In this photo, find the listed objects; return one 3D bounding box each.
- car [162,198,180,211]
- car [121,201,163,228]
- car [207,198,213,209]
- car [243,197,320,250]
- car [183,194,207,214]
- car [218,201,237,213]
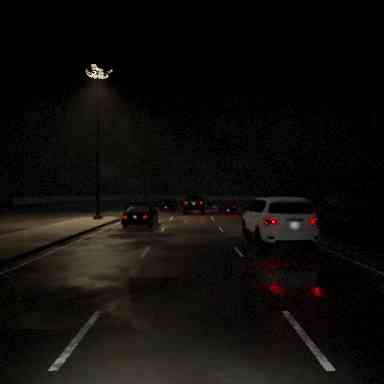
[{"bbox_3d":[-2.716,1.504,40.700,1.837,1.490,4.892,0,0,7],"label":"car"},{"bbox_3d":[-3.401,1.547,22.328,2.033,1.411,5.357,0,0,0],"label":"car"},{"bbox_3d":[1.615,1.492,44.550,2.128,1.511,4.902,0,0,12],"label":"car"},{"bbox_3d":[3.599,1.221,14.366,2.150,2.045,5.566,0,0,0],"label":"car"},{"bbox_3d":[0.275,1.221,34.772,2.150,2.045,5.566,0,0,2],"label":"car"},{"bbox_3d":[3.841,1.601,36.660,1.895,1.301,4.718,0,0,3],"label":"car"}]
